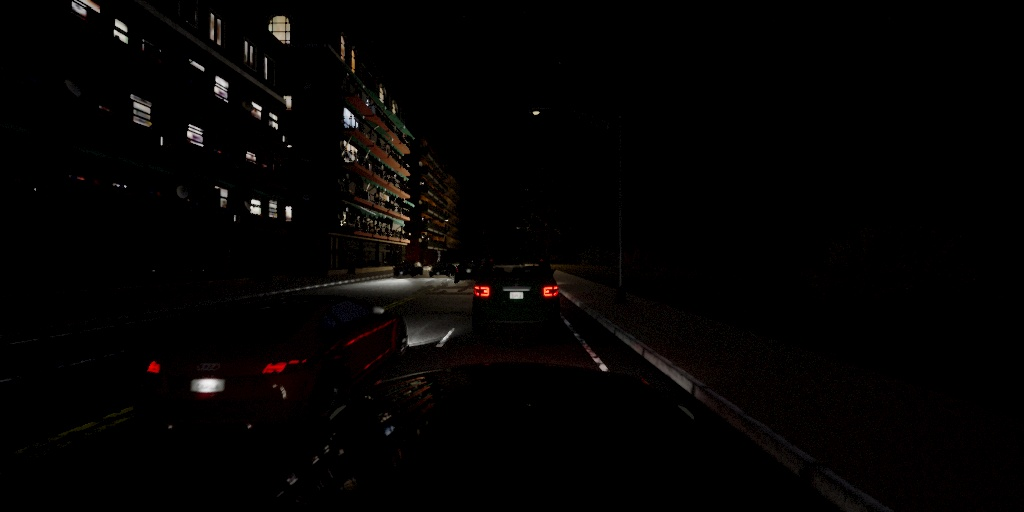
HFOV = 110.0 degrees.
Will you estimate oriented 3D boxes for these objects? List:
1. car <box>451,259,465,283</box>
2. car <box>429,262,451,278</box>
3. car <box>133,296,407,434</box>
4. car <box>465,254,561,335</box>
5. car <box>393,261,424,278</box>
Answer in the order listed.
[{"bbox_3d":[-3.087,1.103,27.623,2.097,1.767,4.553,0,0,0],"label":"car"},{"bbox_3d":[-6.520,1.277,33.910,1.812,1.442,4.674,0,0,0],"label":"car"},{"bbox_3d":[-3.142,1.314,5.715,1.994,1.385,4.181,0,0,0],"label":"car"},{"bbox_3d":[0.116,0.973,10.687,2.150,2.045,5.566,0,0,0],"label":"car"},{"bbox_3d":[-9.770,1.243,34.117,2.128,1.511,4.902,0,0,0],"label":"car"}]
